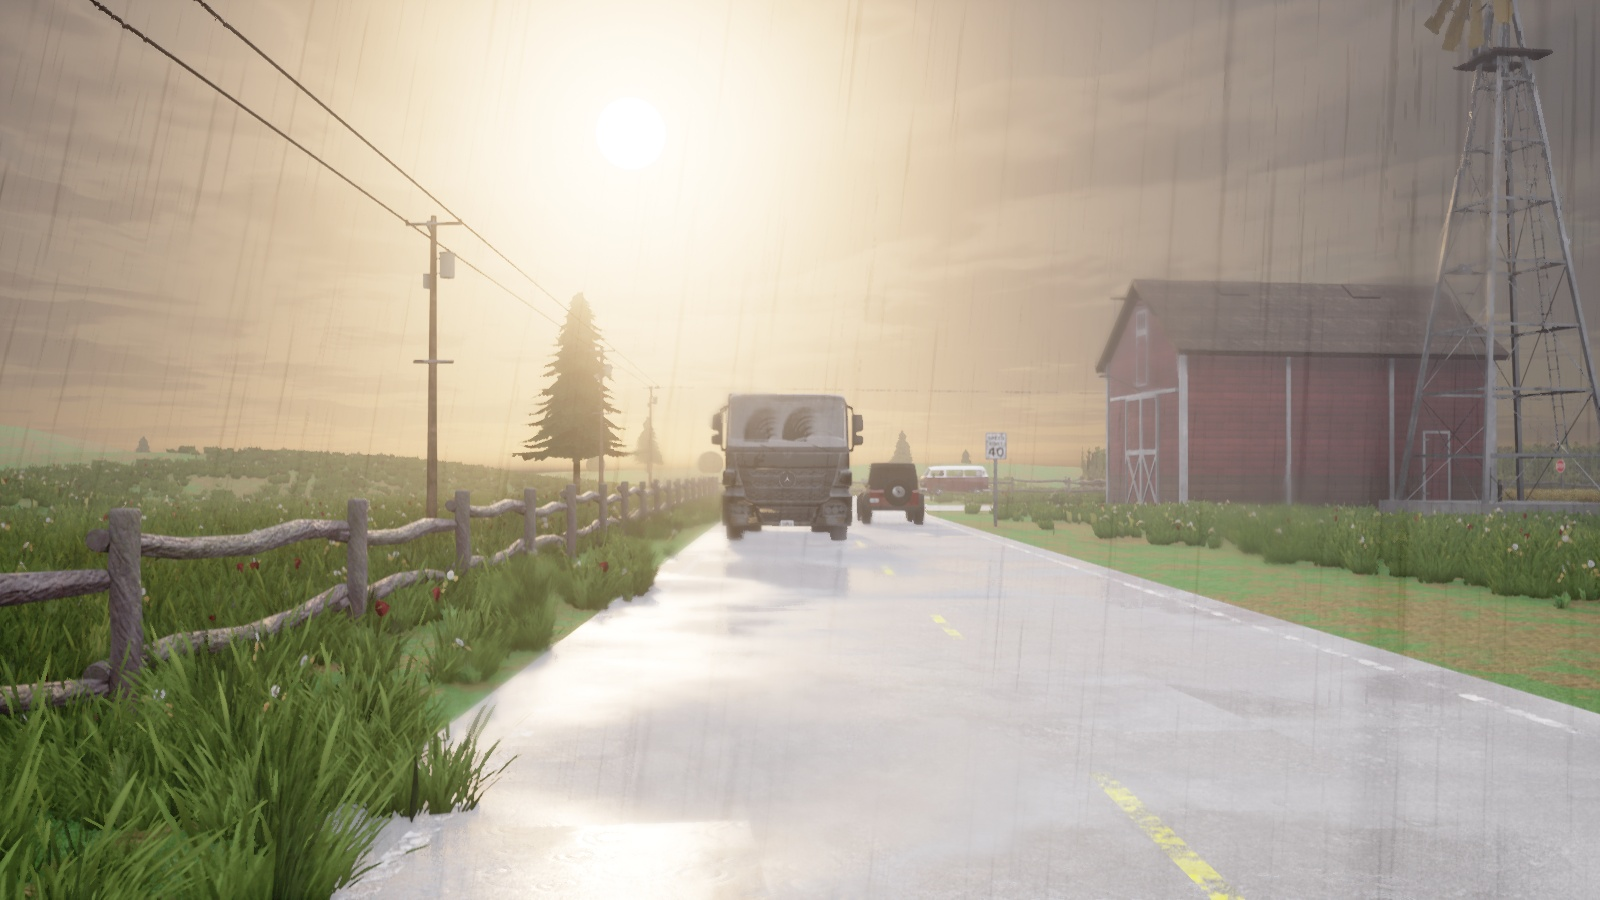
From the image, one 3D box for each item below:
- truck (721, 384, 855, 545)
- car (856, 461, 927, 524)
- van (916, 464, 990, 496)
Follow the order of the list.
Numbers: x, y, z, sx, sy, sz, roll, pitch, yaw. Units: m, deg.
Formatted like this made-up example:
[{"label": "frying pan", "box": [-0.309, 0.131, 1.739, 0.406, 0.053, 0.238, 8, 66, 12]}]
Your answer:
[{"label": "truck", "box": [-0.311, 0.385, 31.132, 2.891, 3.462, 7.936, 0, -1, -1]}, {"label": "car", "box": [2.803, 1.293, 39.206, 1.905, 1.878, 3.866, 0, -1, -1]}, {"label": "van", "box": [9.974, 1.949, 82.064, 4.480, 2.038, 2.069, 0, -1, -6]}]
